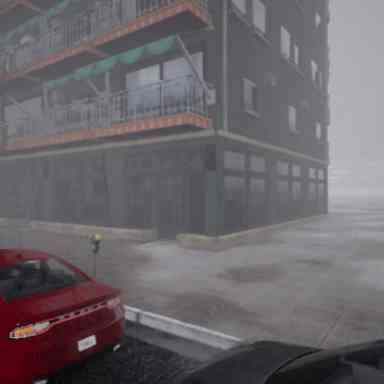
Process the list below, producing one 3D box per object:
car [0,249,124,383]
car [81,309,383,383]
[{"bbox_3d":[-2.984,1.544,5.005,4.507,1.381,1.887,0,0,35],"label":"car"},{"bbox_3d":[1.605,1.566,1.731,4.313,1.339,1.947,0,0,35],"label":"car"}]
